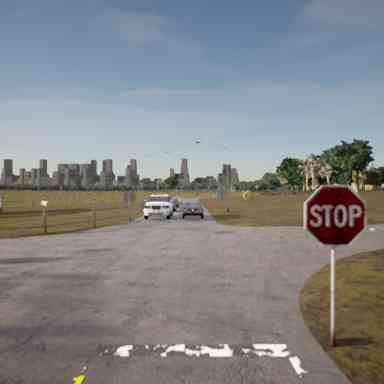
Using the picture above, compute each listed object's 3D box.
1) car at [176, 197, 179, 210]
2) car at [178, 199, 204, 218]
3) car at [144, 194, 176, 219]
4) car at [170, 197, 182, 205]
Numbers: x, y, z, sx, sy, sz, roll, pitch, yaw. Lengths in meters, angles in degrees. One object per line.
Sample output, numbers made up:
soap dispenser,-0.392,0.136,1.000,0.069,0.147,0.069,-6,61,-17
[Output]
car,-2.854,1.541,39.026,1.812,1.442,4.674,0,0,0
car,0.082,1.555,30.073,2.033,1.411,5.357,0,0,0
car,-2.855,1.229,29.227,2.150,2.045,5.566,0,0,0
car,-2.780,1.590,59.159,1.812,1.442,4.674,0,0,0
